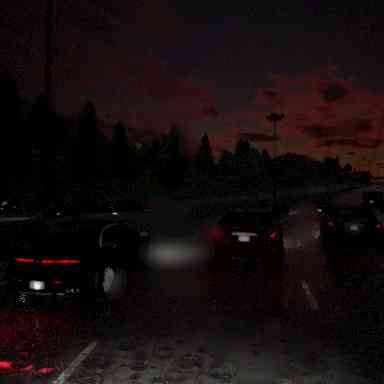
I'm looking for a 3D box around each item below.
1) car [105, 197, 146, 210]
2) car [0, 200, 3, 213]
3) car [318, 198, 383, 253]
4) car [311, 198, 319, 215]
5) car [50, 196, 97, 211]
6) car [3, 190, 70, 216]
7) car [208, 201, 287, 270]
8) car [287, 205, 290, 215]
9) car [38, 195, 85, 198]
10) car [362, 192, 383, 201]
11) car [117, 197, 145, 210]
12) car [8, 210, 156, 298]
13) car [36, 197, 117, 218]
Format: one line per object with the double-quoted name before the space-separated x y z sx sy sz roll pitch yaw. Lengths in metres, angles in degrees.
"car" -7.689 1.289 38.808 1.895 1.301 4.718 1 1 33
"car" -16.352 0.988 31.445 2.097 1.767 4.553 1 1 28
"car" 6.517 1.302 13.813 2.097 1.767 4.553 1 0 20
"car" 12.452 1.318 30.991 1.837 1.490 4.892 0 1 33
"car" -13.043 1.202 36.967 1.837 1.490 4.892 0 0 32
"car" -13.291 0.879 29.744 2.150 2.045 5.566 1 1 28
"car" 1.975 1.288 11.141 2.097 1.767 4.553 1 0 15
"car" 7.149 1.429 29.317 1.895 1.301 4.718 1 1 33
"car" -10.192 1.221 28.124 1.812 1.442 4.674 1 1 28
"car" 18.750 0.984 34.249 2.150 2.045 5.566 1 1 33
"car" -6.700 1.311 33.900 1.994 1.385 4.181 0 1 32
"car" -2.352 1.432 8.429 1.837 1.490 4.892 0 0 11
"car" -8.162 1.345 24.142 2.033 1.411 5.357 0 0 26
